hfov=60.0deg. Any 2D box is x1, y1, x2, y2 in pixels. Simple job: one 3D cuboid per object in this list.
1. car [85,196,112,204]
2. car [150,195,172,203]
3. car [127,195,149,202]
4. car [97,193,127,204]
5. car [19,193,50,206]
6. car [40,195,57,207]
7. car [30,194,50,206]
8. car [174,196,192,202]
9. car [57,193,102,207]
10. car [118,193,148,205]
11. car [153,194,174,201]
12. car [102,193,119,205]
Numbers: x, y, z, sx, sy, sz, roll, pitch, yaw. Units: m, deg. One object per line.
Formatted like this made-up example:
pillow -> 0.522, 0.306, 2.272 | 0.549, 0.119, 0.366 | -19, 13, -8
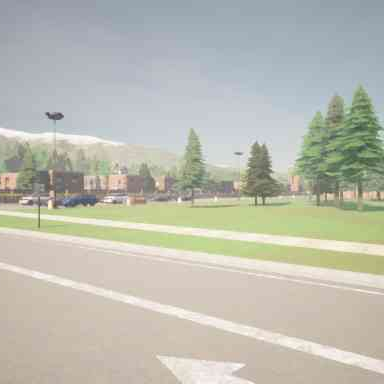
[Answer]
car -> -18.656, 1.492, 66.605 | 2.128, 1.511, 4.902 | 0, 0, 35
car -> -7.008, 1.519, 71.043 | 1.812, 1.442, 4.674 | 0, 0, 35
car -> -12.250, 1.468, 75.762 | 1.882, 1.535, 5.008 | 0, 0, 35
car -> -15.539, 1.223, 65.009 | 2.150, 2.045, 5.566 | 0, 0, 35
car -> -26.048, 1.221, 56.152 | 2.150, 2.045, 5.566 | 0, 0, 36
car -> -20.562, 1.547, 51.808 | 2.033, 1.411, 5.357 | 0, 0, 35
car -> -22.976, 1.547, 54.458 | 2.033, 1.411, 5.357 | 0, 0, 35
car -> -1.688, 1.479, 72.546 | 2.033, 1.411, 5.357 | 0, 0, 35
car -> -17.053, 1.221, 50.720 | 2.150, 2.045, 5.566 | 0, 0, 35
car -> -10.445, 1.354, 60.149 | 2.097, 1.767, 4.553 | 0, 0, 35
car -> -6.598, 1.345, 77.742 | 2.128, 1.511, 4.902 | 0, 0, 35
car -> -13.733, 1.219, 61.551 | 2.150, 2.045, 5.566 | 0, 0, 35
